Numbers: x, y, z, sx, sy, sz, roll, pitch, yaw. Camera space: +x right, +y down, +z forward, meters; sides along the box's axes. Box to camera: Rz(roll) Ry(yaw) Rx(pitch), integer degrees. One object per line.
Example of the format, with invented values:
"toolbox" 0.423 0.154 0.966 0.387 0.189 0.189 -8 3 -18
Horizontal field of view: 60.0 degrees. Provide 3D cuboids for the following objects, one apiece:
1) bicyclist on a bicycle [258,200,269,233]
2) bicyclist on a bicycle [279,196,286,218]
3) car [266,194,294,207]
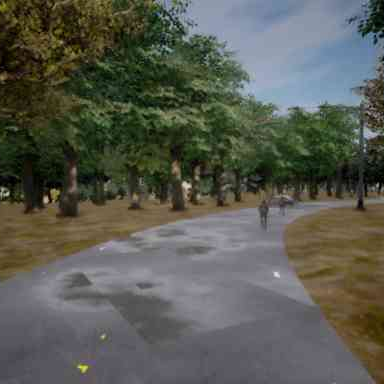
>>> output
"bicyclist on a bicycle" 3.693 1.258 17.146 0.582 1.620 1.656 1 1 17
"bicyclist on a bicycle" 6.831 1.169 25.188 0.582 1.620 1.656 1 1 25
"car" 10.164 1.002 38.102 1.812 1.442 4.674 1 1 38
